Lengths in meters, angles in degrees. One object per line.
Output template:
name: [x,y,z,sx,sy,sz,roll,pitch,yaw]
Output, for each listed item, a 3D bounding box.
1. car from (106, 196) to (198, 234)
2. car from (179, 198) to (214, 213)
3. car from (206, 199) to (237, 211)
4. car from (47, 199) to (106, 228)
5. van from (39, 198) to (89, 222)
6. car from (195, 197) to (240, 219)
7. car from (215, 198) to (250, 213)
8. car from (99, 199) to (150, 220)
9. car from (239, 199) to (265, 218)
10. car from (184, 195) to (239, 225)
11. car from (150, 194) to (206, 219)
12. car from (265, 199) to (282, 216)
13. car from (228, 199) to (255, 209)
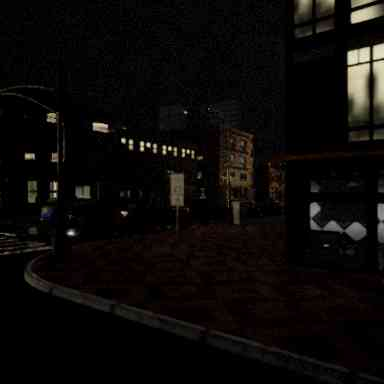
car: [-2.155,1.308,19.434,2.192,1.841,5.009,0,0,35]
car: [0.598,1.500,37.797,1.967,1.590,4.097,0,0,35]
car: [3.794,1.630,42.301,2.008,1.369,4.403,0,0,35]
car: [-6.876,1.478,22.785,1.882,1.535,5.008,0,0,35]
van: [-8.991,1.345,24.281,1.690,1.788,3.998,0,0,35]
car: [2.426,1.386,30.371,2.097,1.767,4.553,0,0,35]
car: [4.881,1.547,39.333,1.882,1.535,5.008,0,0,36]
car: [-5.795,1.462,28.786,1.967,1.590,4.097,0,0,35]
car: [4.238,1.573,28.444,1.887,1.381,4.507,0,0,35]
car: [1.041,1.325,23.940,2.192,1.841,5.009,0,0,35]
car: [-1.167,1.254,30.827,2.150,2.045,5.566,0,0,35]
car: [7.435,1.614,32.950,1.947,1.339,4.313,0,0,35]
car: [6.991,1.651,46.807,2.008,1.369,4.403,0,0,35]
